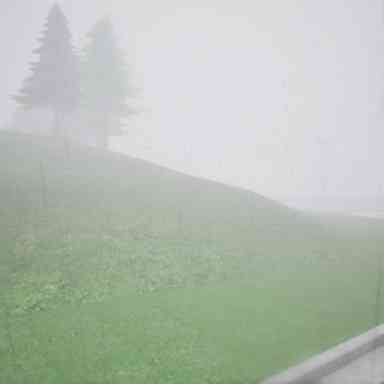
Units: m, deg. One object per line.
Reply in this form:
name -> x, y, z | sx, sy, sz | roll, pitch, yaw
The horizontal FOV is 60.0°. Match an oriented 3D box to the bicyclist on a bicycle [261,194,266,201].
bicyclist on a bicycle -> 16.029, 1.298, 74.212 | 1.656, 1.620, 0.582 | 0, 0, -36
